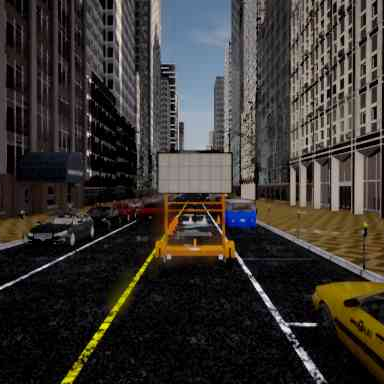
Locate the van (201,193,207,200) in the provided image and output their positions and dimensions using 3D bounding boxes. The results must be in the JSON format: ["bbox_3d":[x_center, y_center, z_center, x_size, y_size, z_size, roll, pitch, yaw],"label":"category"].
[{"bbox_3d":[3.338,1.315,94.188,1.690,1.788,3.998,-1,0,0],"label":"van"}]

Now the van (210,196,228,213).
[{"bbox_3d":[2.941,1.332,37.353,1.690,1.788,3.998,-1,0,0],"label":"van"}]

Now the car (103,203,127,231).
[{"bbox_3d":[-5.556,1.561,20.361,1.947,1.339,4.313,-1,0,0],"label":"car"}]

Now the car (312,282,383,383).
[{"bbox_3d":[2.707,1.524,3.422,1.752,1.417,4.829,-1,0,0],"label":"car"}]

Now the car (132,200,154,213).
[{"bbox_3d":[-5.437,1.573,37.412,1.802,1.307,4.206,-1,0,0],"label":"car"}]

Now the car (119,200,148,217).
[{"bbox_3d":[-5.477,1.543,31.728,2.008,1.369,4.403,-1,0,0],"label":"car"}]

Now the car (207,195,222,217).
[{"bbox_3d":[2.901,1.308,31.670,2.192,1.841,5.009,-1,0,0],"label":"car"}]

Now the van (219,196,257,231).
[{"bbox_3d":[2.823,1.336,20.302,1.690,1.788,3.998,-1,0,0],"label":"van"}]

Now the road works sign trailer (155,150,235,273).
[{"bbox_3d":[0.093,0.462,10.701,2.380,3.560,2.880,0,0,1],"label":"road works sign trailer"}]

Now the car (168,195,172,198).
[{"bbox_3d":[-5.278,1.536,60.145,2.008,1.369,4.403,-1,0,0],"label":"car"}]

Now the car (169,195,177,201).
[{"bbox_3d":[-5.081,1.502,88.393,1.752,1.417,4.829,-1,0,0],"label":"car"}]

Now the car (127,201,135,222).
[{"bbox_3d":[-5.516,1.539,26.045,1.887,1.381,4.507,-1,0,0],"label":"car"}]

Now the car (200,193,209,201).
[{"bbox_3d":[3.298,1.291,88.505,2.192,1.841,5.009,-1,0,0],"label":"car"}]

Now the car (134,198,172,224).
[{"bbox_3d":[-2.822,1.472,25.278,1.882,1.535,5.008,0,0,0],"label":"car"}]

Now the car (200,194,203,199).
[{"bbox_3d":[3.258,1.293,82.821,2.192,1.841,5.009,-1,0,0],"label":"car"}]

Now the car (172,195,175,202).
[{"bbox_3d":[-5.199,1.564,71.512,1.802,1.307,4.206,-1,0,0],"label":"car"}]

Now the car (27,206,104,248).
[{"bbox_3d":[-5.596,1.547,14.677,2.008,1.369,4.403,-1,0,0],"label":"car"}]

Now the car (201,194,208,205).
[{"bbox_3d":[3.102,1.536,60.087,2.008,1.369,4.403,-1,0,0],"label":"car"}]

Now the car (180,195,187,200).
[{"bbox_3d":[-2.368,1.507,90.689,1.812,1.442,4.674,0,0,0],"label":"car"}]
